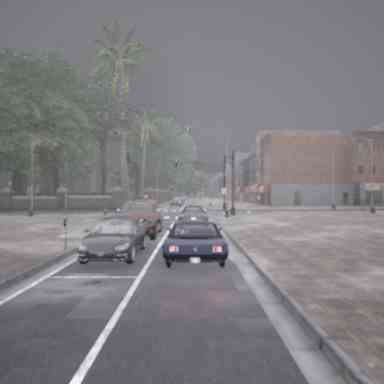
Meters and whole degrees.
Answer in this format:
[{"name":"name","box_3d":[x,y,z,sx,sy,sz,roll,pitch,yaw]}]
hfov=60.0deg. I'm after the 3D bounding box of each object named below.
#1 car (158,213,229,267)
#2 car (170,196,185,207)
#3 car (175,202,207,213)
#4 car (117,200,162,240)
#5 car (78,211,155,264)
[{"name":"car","box_3d":[0.096,1.614,11.453,1.895,1.301,4.718,0,0,0]},{"name":"car","box_3d":[-2.661,1.605,55.360,1.967,1.590,4.097,0,0,0]},{"name":"car","box_3d":[0.087,1.598,22.571,1.994,1.385,4.181,0,0,0]},{"name":"car","box_3d":[-2.645,1.338,17.212,2.192,1.841,5.009,0,0,0]},{"name":"car","box_3d":[-2.642,1.564,11.748,2.008,1.369,4.403,0,0,0]}]
